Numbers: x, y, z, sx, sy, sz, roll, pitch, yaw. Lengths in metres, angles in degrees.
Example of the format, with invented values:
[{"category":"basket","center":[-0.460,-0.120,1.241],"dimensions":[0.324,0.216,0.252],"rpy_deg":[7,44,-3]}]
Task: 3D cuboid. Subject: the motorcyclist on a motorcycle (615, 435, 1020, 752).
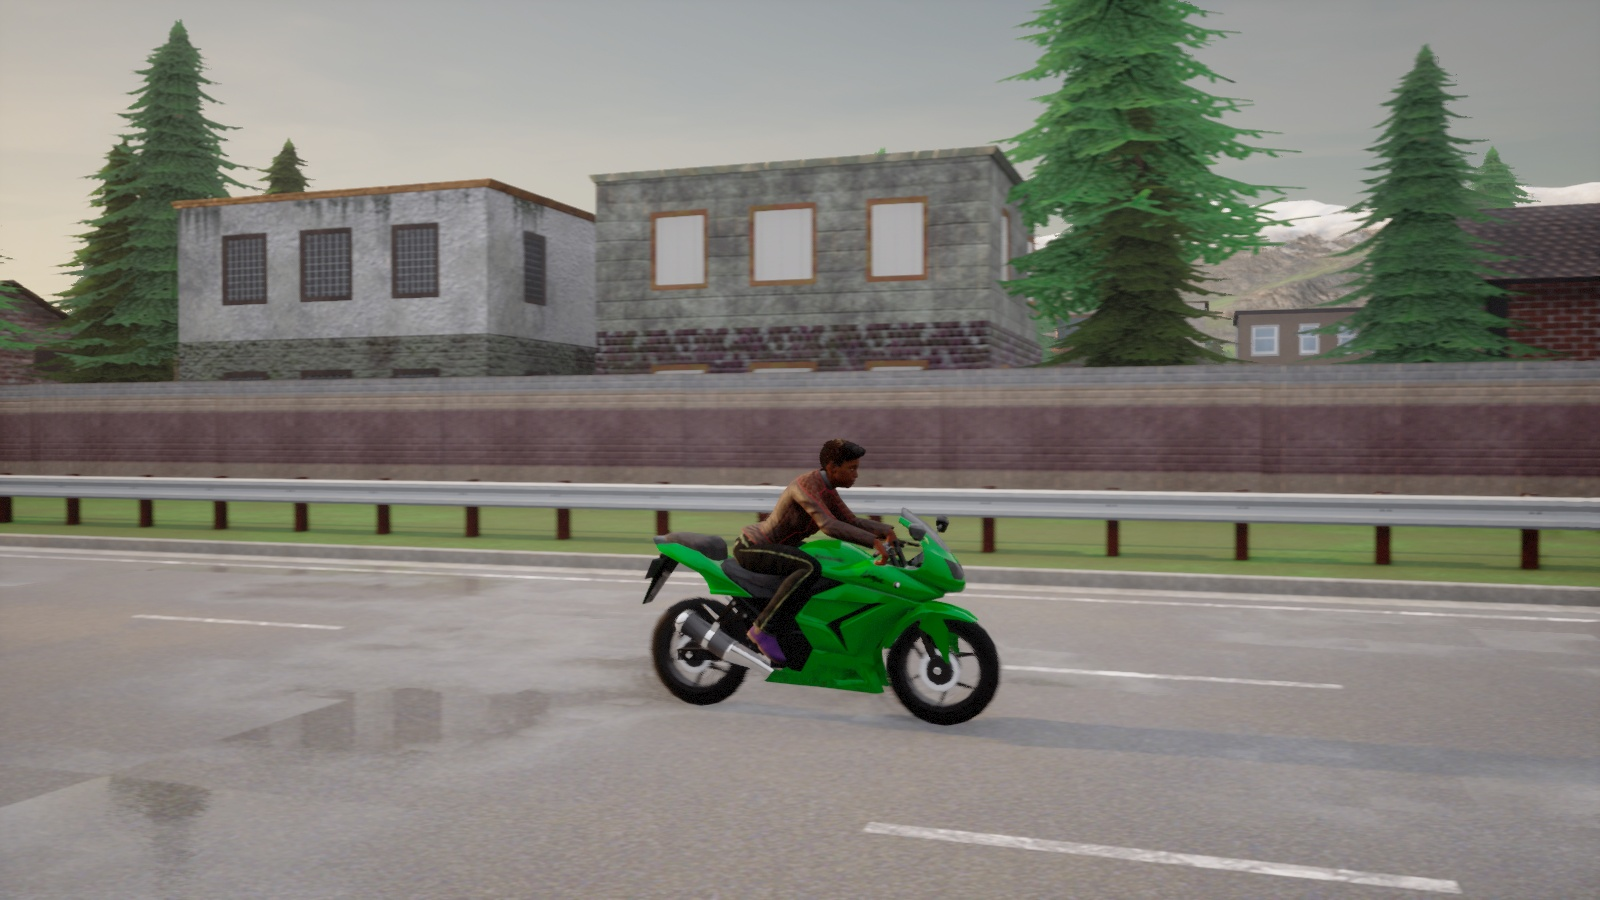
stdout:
[{"category":"motorcyclist on a motorcycle","center":[0.101,0.694,6.849],"dimensions":[2.044,1.523,0.797],"rpy_deg":[1,1,18]}]
